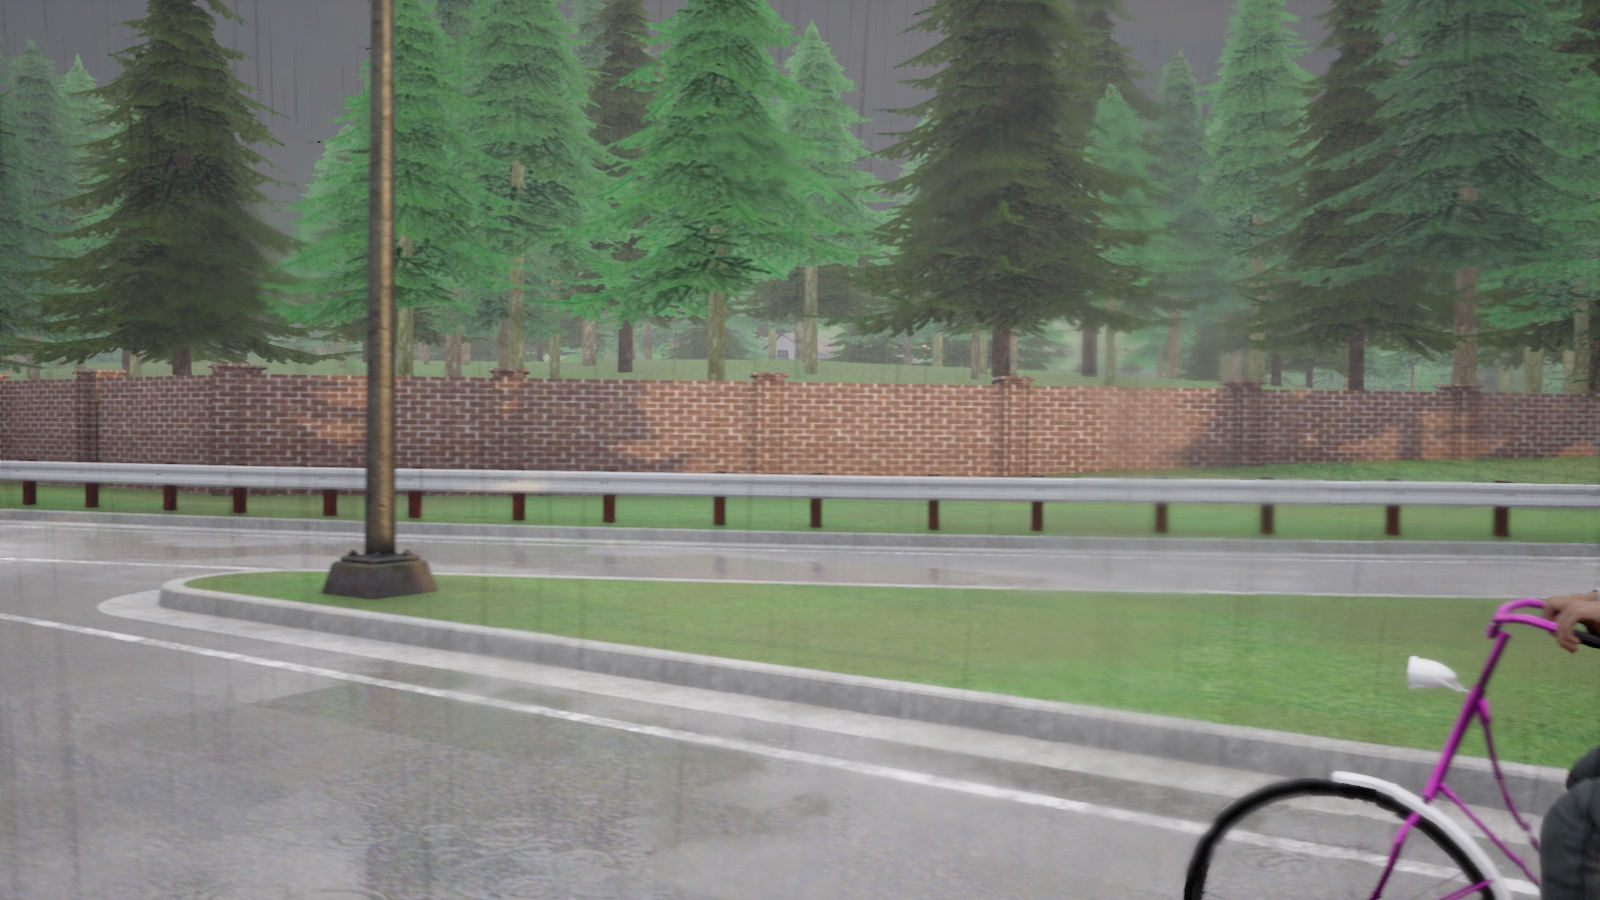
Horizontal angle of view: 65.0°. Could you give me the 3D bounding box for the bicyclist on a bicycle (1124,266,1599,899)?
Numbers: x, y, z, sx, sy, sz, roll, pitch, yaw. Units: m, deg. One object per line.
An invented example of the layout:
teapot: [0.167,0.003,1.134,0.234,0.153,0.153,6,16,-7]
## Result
bicyclist on a bicycle: [1.664,0.552,2.515,1.843,1.776,0.659,0,1,34]
